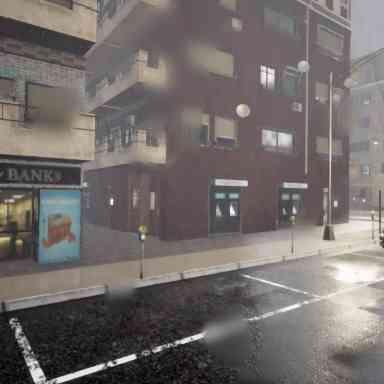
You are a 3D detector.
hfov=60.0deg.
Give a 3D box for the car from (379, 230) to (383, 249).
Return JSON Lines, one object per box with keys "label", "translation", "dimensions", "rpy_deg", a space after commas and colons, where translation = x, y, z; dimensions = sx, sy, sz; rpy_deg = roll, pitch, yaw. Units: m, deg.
{"label": "car", "translation": [9.086, 1.554, 13.120], "dimensions": [4.403, 1.369, 2.008], "rpy_deg": [0, 1, -35]}
